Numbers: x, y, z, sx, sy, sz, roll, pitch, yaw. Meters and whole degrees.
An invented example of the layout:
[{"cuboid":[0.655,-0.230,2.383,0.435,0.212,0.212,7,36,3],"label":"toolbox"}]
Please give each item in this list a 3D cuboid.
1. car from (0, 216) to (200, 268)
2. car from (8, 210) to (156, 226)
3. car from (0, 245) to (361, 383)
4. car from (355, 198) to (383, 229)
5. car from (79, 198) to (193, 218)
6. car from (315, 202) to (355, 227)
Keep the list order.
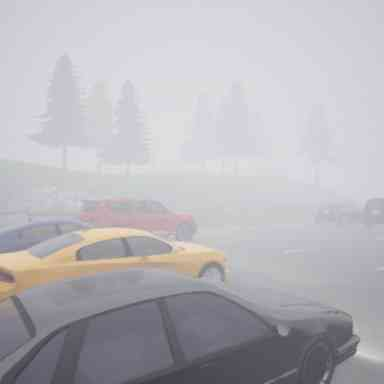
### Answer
[{"cuboid":[-1.424,1.500,7.046,5.008,1.535,1.882,0,0,-35],"label":"car"},{"cuboid":[-3.775,1.497,9.670,5.008,1.535,1.882,0,0,-35],"label":"car"},{"cuboid":[-0.475,1.560,3.426,5.357,1.411,2.033,1,0,-35],"label":"car"},{"cuboid":[13.427,1.413,21.921,5.566,2.045,2.150,0,0,-35],"label":"car"},{"cuboid":[-2.380,1.277,14.951,5.566,2.045,2.150,0,0,-35],"label":"car"},{"cuboid":[11.180,1.539,24.622,4.553,1.767,2.097,1,0,-35],"label":"car"}]
